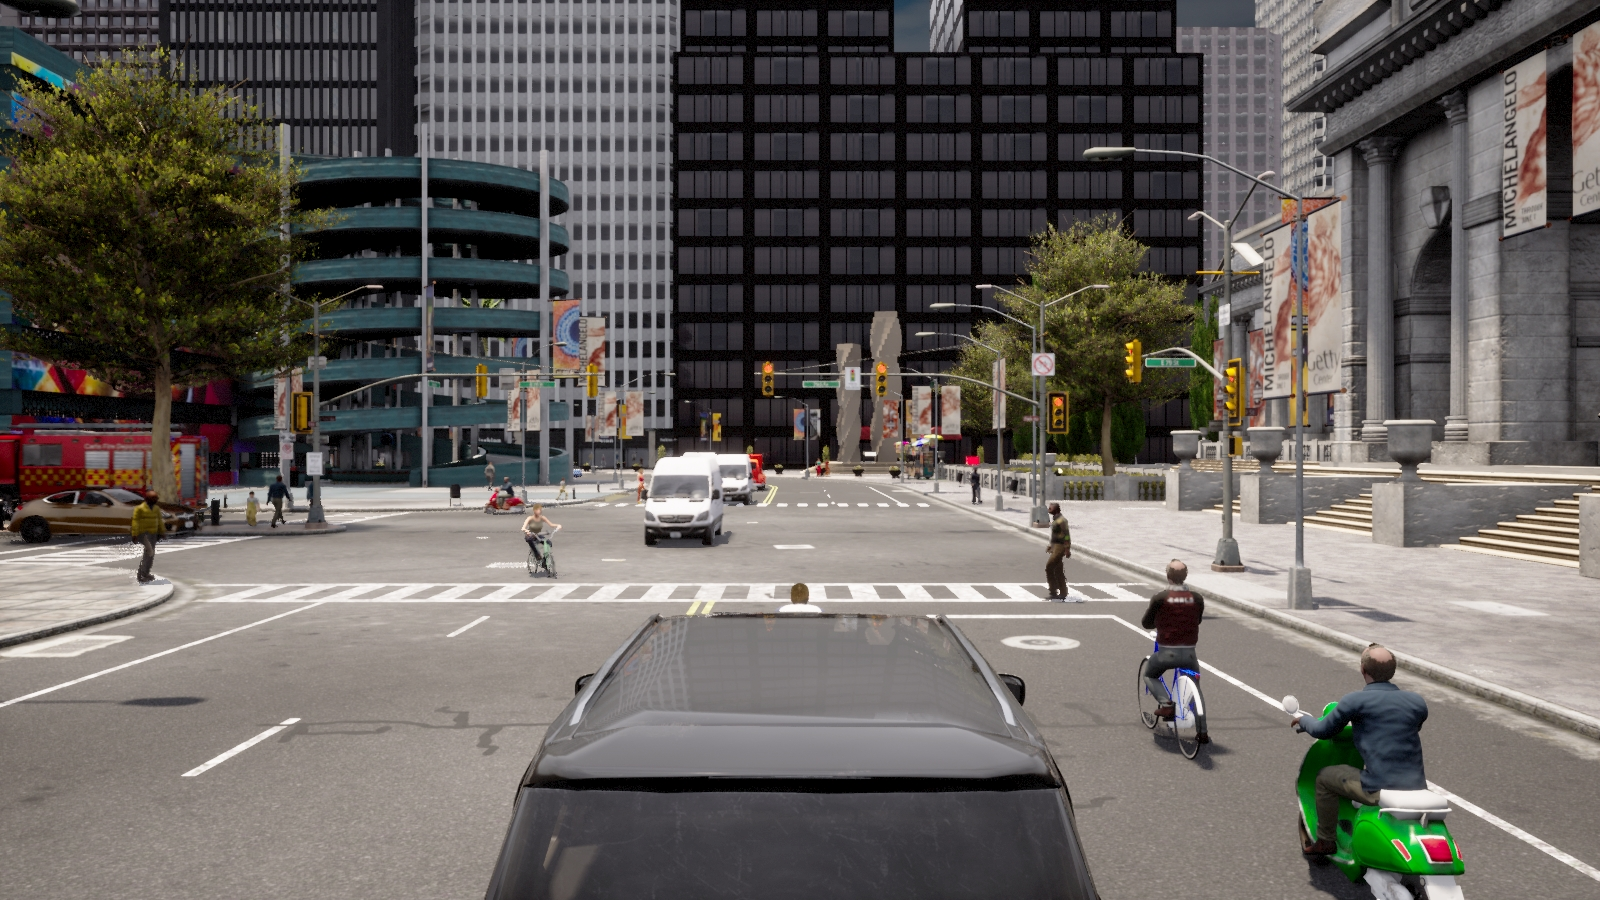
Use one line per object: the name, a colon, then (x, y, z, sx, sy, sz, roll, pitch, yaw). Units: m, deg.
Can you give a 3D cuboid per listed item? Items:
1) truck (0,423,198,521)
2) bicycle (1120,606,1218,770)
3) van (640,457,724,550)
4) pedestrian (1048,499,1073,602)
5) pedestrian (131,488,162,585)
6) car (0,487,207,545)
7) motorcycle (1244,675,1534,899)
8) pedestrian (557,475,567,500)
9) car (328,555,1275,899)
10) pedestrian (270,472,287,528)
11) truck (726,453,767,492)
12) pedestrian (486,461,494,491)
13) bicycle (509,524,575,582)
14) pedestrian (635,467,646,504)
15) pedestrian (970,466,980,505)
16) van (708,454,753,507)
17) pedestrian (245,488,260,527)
truck: (-29.364, 0.872, 46.214, 8.468, 3.827, 2.891, 0, 0, -1)
bicycle: (3.482, 2.205, 10.903, 0.329, 1.171, 1.835, 0, 0, 0)
van: (-3.515, 1.521, 35.071, 1.988, 2.561, 5.915, 0, 0, 0)
pedestrian: (4.789, 1.841, 21.010, 0.375, 1.860, 0.375, 0, 0, 0)
pedestrian: (-12.789, 1.689, 22.371, 0.375, 1.860, 0.375, 0, 0, 20)
car: (-21.128, 1.979, 34.810, 5.027, 1.651, 2.152, 0, 0, -1)
motorcycle: (3.509, 2.179, 7.029, 0.856, 1.236, 1.805, 0, 0, 0)
pedestrian: (-12.338, 1.953, 59.270, 0.375, 1.300, 0.375, 0, 0, 21)
car: (0.021, 1.777, 5.375, 2.150, 2.045, 5.566, 0, 0, 0)
pedestrian: (-17.569, 1.688, 38.508, 0.375, 1.860, 0.375, 0, 0, 5)
truck: (-3.629, 1.524, 78.228, 2.627, 2.467, 5.204, 0, 1, -1)
pedestrian: (-19.826, 1.668, 73.083, 0.375, 1.860, 0.375, 0, 0, 6)
bicycle: (-5.682, 2.246, 25.124, 0.859, 1.080, 1.487, -3, 2, -36)
pedestrian: (-8.124, 1.826, 58.227, 0.375, 1.860, 0.375, 0, 0, 41)
pedestrian: (8.340, 1.675, 54.397, 0.375, 1.860, 0.375, 0, 0, -12)
van: (-3.526, 1.511, 58.748, 1.988, 2.561, 5.915, 0, 0, 0)
pedestrian: (-18.730, 1.969, 39.117, 0.375, 1.300, 0.375, 0, 0, -10)
